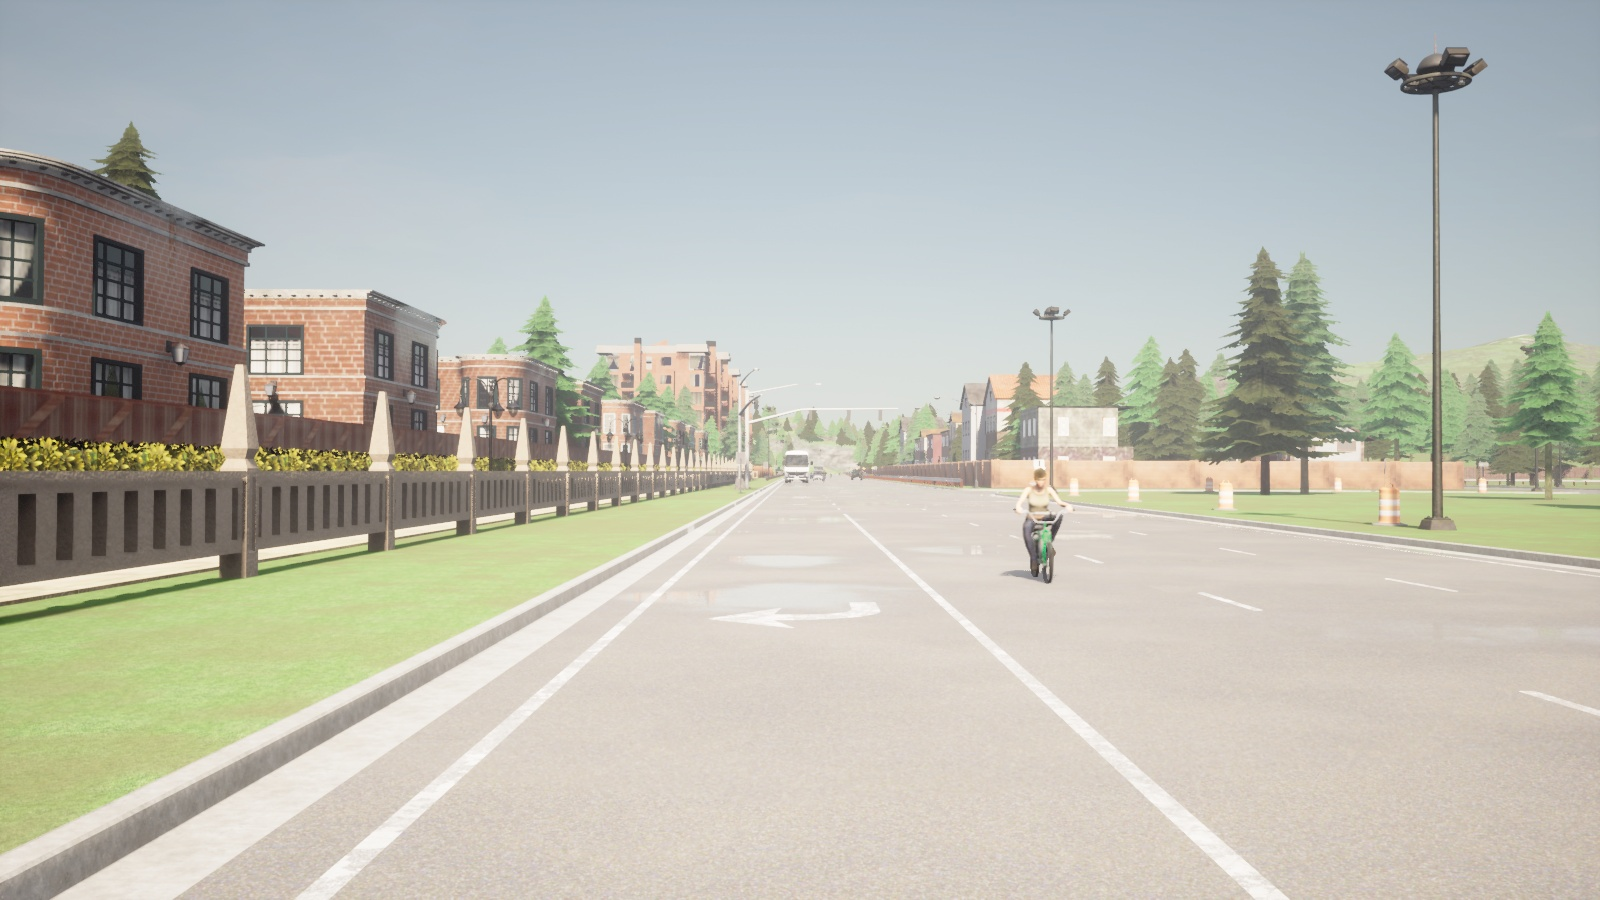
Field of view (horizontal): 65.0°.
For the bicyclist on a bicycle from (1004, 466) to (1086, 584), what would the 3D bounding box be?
[{"bbox_3d":[3.461,1.037,17.881,0.866,1.612,1.509,0,-1,0],"label":"bicyclist on a bicycle"}]
